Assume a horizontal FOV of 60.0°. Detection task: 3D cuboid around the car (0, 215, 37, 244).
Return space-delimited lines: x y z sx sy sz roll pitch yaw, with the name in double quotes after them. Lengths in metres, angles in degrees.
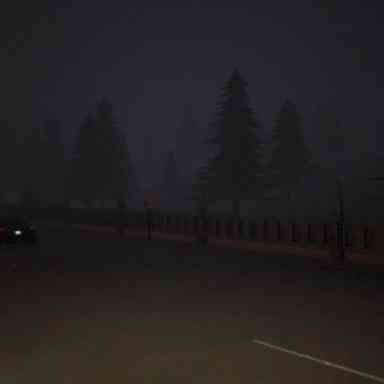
-9.447 1.823 16.405 4.181 1.385 1.994 0 -2 40 "car"
